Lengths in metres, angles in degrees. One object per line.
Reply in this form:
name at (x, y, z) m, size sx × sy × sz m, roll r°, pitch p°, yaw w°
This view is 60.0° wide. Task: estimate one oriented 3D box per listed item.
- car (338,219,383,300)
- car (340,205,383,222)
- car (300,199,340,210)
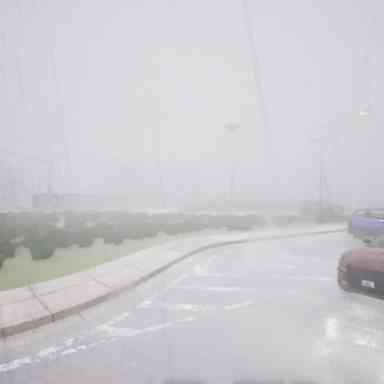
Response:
car at (5.508, 1.571, 8.061) m, size 5.008 × 1.535 × 1.882 m, roll 1°, pitch -1°, yaw -36°
car at (10.388, 1.668, 16.765) m, size 2.242 × 1.667 × 4.611 m, roll 1°, pitch -1°, yaw -36°
car at (13.922, 1.670, 35.730) m, size 1.932 × 1.855 × 4.605 m, roll 1°, pitch -1°, yaw -36°
